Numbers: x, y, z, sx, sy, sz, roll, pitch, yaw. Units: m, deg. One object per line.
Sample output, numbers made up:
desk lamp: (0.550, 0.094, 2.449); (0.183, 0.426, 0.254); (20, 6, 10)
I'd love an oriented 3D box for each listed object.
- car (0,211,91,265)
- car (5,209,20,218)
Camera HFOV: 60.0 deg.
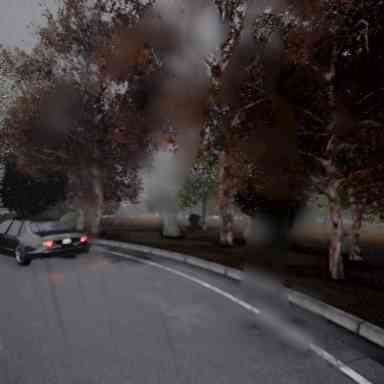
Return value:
car: (-5.775, 1.576, 11.809); (5.357, 1.411, 2.033); (0, 0, 39)
car: (-40.470, 4.846, 75.236); (2.097, 1.767, 4.553); (-1, -5, -17)
